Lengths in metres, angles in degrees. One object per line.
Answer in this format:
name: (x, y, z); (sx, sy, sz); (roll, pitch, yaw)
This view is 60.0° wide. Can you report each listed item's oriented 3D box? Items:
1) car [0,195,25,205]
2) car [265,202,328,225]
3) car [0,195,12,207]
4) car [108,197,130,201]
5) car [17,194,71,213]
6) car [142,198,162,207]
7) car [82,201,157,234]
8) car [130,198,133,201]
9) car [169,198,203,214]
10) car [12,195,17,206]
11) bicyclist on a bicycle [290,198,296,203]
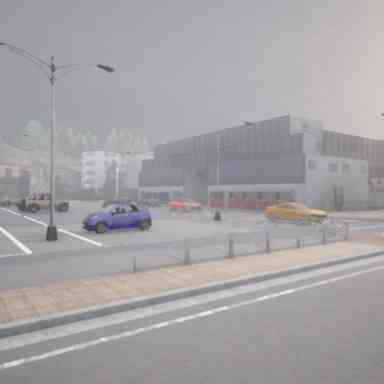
car: (-27.904, 1.265, 51.116); (3.806, 1.475, 1.970); (0, 0, -35)
car: (7.818, 1.564, 25.181); (1.882, 1.535, 5.008); (0, 0, -35)
car: (-23.958, 1.188, 46.044); (5.027, 1.636, 2.152); (0, 0, -35)
car: (-12.363, 1.692, 54.176); (1.895, 1.301, 4.718); (0, 0, -35)
car: (-14.616, 1.133, 33.420); (4.605, 1.855, 1.932); (0, 0, -35)
car: (-6.651, 1.653, 52.206); (2.033, 1.411, 5.357); (0, 0, -35)
car: (-4.071, 1.408, 18.117); (3.633, 1.501, 1.845); (0, 0, -35)
car: (-12.381, 1.610, 60.306); (1.837, 1.490, 4.892); (0, 0, -35)
car: (-0.716, 1.440, 37.369); (2.097, 1.767, 4.553); (0, 0, -35)
car: (-16.620, 1.111, 35.564); (3.866, 1.878, 1.905); (0, 0, -35)
bicyclist on a bicycle: (10.414, 1.424, 34.513); (1.656, 1.620, 0.582); (0, 0, -35)
